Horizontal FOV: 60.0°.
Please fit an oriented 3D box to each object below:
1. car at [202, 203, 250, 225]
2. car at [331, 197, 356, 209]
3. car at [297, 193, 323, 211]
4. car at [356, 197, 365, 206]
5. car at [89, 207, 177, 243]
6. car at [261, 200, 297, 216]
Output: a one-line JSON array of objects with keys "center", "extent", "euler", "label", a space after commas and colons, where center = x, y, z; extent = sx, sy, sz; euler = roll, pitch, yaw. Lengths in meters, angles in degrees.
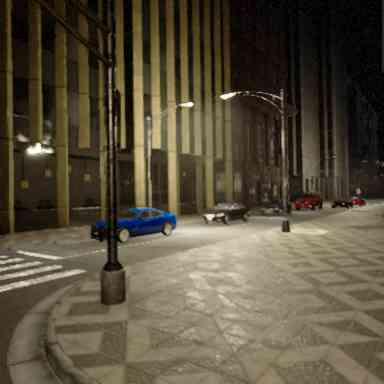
[{"center": [2.618, 1.556, 24.735], "extent": [2.128, 1.511, 4.902], "euler": [-2, -1, 35], "label": "car"}, {"center": [19.315, 1.503, 42.732], "extent": [1.895, 1.301, 4.718], "euler": [-2, -1, 35], "label": "car"}, {"center": [14.691, 1.205, 41.659], "extent": [2.150, 2.045, 5.566], "euler": [-2, -1, 36], "label": "car"}, {"center": [25.096, 1.435, 50.882], "extent": [1.994, 1.385, 4.181], "euler": [-2, -1, 35], "label": "car"}, {"center": [-2.867, 1.582, 17.020], "extent": [1.882, 1.535, 5.008], "euler": [-2, -1, 37], "label": "car"}, {"center": [8.438, 1.550, 32.934], "extent": [1.812, 1.442, 4.674], "euler": [-2, -1, 35], "label": "car"}]
